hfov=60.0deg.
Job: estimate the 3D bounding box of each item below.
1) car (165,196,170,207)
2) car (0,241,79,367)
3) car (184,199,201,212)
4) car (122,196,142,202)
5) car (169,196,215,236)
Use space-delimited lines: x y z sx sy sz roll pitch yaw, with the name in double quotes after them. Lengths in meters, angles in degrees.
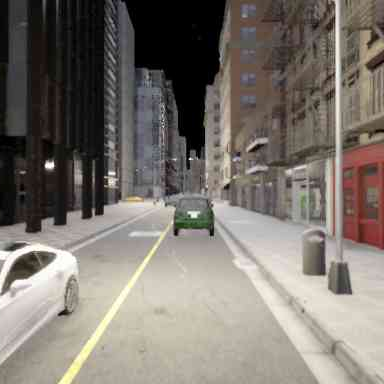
-2.991 1.416 50.637 2.097 1.767 4.553 0 0 0 "car"
-3.100 1.533 4.826 1.812 1.442 4.674 0 0 0 "car"
0.098 1.594 41.359 2.033 1.411 5.357 0 0 0 "car"
-14.378 1.755 80.170 4.829 1.417 1.752 -1 0 0 "car"
0.103 1.249 18.873 2.150 2.045 5.566 0 0 0 "car"
